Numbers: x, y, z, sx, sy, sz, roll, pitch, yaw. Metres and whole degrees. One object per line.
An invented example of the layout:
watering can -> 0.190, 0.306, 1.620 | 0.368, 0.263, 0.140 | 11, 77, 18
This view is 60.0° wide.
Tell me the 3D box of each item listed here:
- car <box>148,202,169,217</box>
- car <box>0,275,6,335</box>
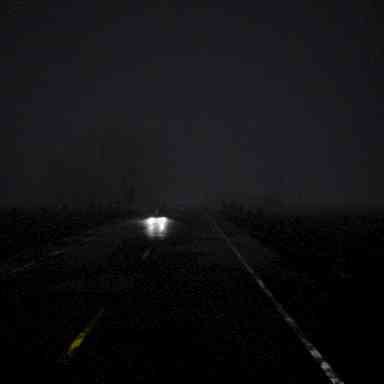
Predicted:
car -> -3.564, 1.818, 36.019 | 2.128, 1.511, 4.902 | 0, -1, 0
car -> -3.586, 1.503, 2.652 | 1.882, 1.535, 5.008 | 0, -1, 0
